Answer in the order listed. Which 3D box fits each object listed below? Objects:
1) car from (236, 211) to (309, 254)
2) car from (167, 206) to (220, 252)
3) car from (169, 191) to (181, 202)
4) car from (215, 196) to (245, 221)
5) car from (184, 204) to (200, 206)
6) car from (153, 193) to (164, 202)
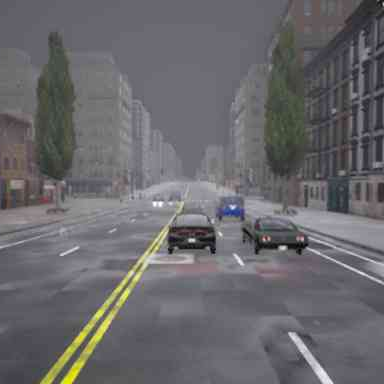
[{"bbox_3d":[3.248,1.720,14.090,1.895,1.301,4.718,0,0,0],"label":"car"},{"bbox_3d":[0.003,1.599,14.472,1.882,1.535,5.008,0,0,0],"label":"car"},{"bbox_3d":[-3.268,0.757,65.608,2.150,2.045,5.566,0,1,0],"label":"car"},{"bbox_3d":[3.244,1.348,29.028,2.150,2.045,5.566,0,0,0],"label":"car"},{"bbox_3d":[-0.006,1.732,29.090,1.895,1.301,4.718,0,0,0],"label":"car"},{"bbox_3d":[-6.521,1.051,65.370,2.128,1.511,4.902,0,1,0],"label":"car"}]
